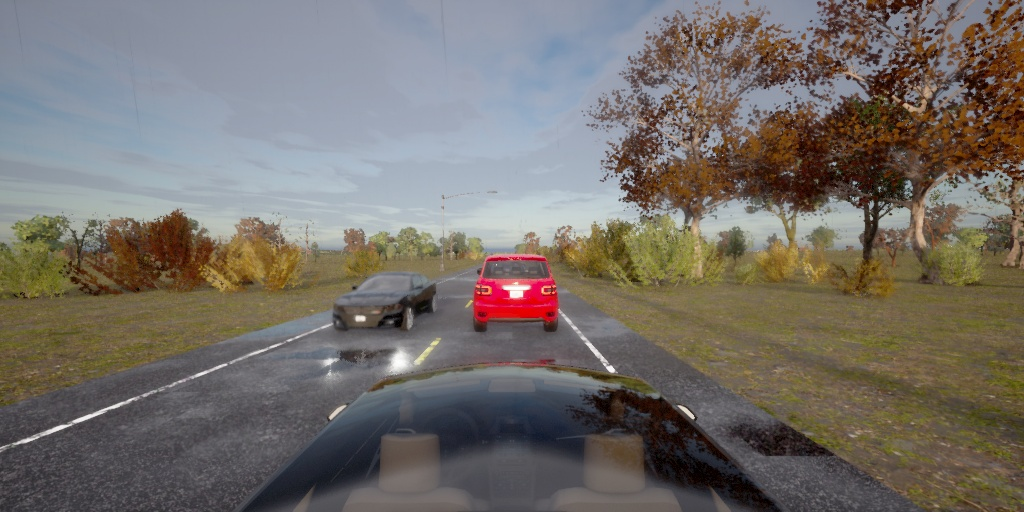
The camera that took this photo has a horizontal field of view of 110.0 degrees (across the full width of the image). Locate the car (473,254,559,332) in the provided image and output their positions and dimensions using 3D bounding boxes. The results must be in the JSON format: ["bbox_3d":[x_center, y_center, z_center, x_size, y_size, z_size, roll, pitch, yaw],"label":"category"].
[{"bbox_3d":[0.078,0.968,10.969,2.150,2.045,5.566,0,0,-1],"label":"car"}]

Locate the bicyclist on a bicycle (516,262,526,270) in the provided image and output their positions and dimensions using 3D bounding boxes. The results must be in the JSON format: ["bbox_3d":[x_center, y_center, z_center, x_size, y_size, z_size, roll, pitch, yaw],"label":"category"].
[{"bbox_3d":[0.859,1.110,30.148,0.659,1.776,1.843,0,0,0],"label":"bicyclist on a bicycle"}]

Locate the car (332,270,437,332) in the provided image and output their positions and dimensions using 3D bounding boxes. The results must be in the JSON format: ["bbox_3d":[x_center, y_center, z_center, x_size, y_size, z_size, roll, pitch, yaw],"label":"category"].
[{"bbox_3d":[-3.621,1.224,11.058,1.882,1.535,5.008,0,0,0],"label":"car"}]
